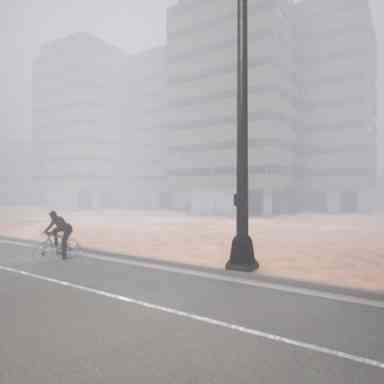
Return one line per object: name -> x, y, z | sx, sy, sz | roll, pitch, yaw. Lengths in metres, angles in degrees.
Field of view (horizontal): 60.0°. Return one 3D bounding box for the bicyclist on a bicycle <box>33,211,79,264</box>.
bicyclist on a bicycle -> -4.311, 1.425, 10.644 | 0.582, 1.620, 1.656 | 0, 0, 35
